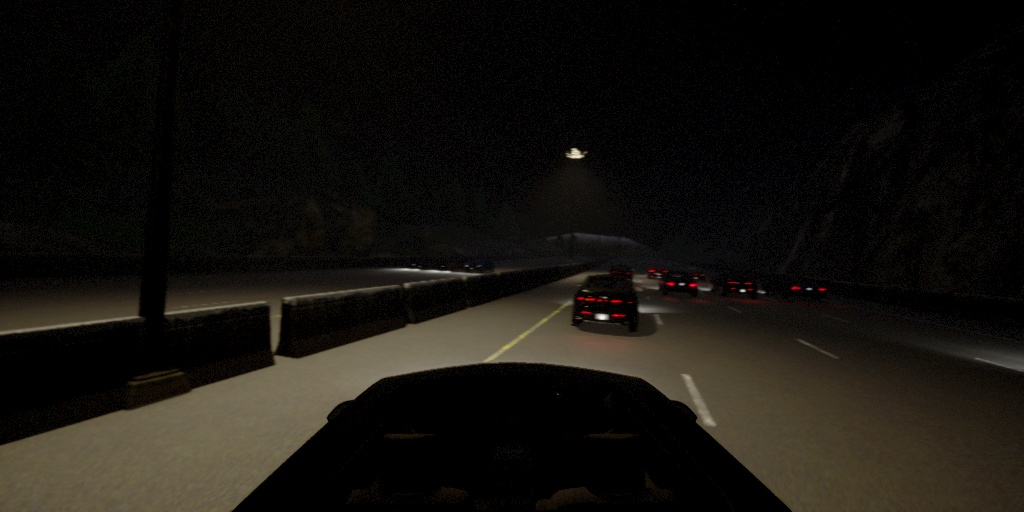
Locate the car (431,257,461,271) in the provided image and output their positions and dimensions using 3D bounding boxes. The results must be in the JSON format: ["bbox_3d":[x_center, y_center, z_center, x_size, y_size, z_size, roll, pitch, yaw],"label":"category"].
[{"bbox_3d":[-6.496,0.871,38.915,1.994,1.385,4.181,2,1,18],"label":"car"}]

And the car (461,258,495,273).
[{"bbox_3d":[-3.243,0.962,37.612,1.812,1.442,4.674,2,1,18],"label":"car"}]

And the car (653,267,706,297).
[{"bbox_3d":[10.341,1.658,22.552,2.033,1.411,5.357,2,0,18],"label":"car"}]

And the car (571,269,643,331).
[{"bbox_3d":[3.144,1.375,11.773,1.837,1.490,4.892,2,0,18],"label":"car"}]

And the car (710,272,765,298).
[{"bbox_3d":[14.230,1.768,23.200,1.837,1.490,4.892,2,1,18],"label":"car"}]

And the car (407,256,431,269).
[{"bbox_3d":[-9.820,0.742,40.006,1.994,1.385,4.181,2,1,18],"label":"car"}]

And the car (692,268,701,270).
[{"bbox_3d":[19.014,1.896,37.855,1.895,1.301,4.718,2,1,18],"label":"car"}]

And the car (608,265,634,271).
[{"bbox_3d":[9.086,1.475,29.972,1.882,1.535,5.008,2,1,18],"label":"car"}]

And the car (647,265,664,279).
[{"bbox_3d":[15.538,1.679,38.468,1.812,1.442,4.674,2,1,18],"label":"car"}]

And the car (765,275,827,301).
[{"bbox_3d":[17.811,1.956,22.902,2.033,1.411,5.357,2,1,18],"label":"car"}]
